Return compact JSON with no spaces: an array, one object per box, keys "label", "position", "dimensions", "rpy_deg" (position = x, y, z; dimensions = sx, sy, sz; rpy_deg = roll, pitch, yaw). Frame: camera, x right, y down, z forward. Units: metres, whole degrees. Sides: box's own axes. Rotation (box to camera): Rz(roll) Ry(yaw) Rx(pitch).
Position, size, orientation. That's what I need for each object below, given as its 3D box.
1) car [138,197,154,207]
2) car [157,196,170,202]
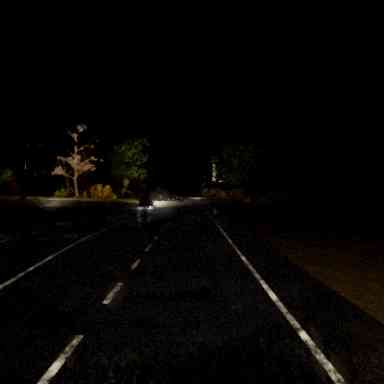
[{"label":"car","position":[-7.007,1.606,50.927],"dimensions":[1.837,1.490,4.892],"rpy_deg":[0,0,0]},{"label":"car","position":[-7.068,1.610,78.909],"dimensions":[1.994,1.385,4.181],"rpy_deg":[0,0,0]}]
